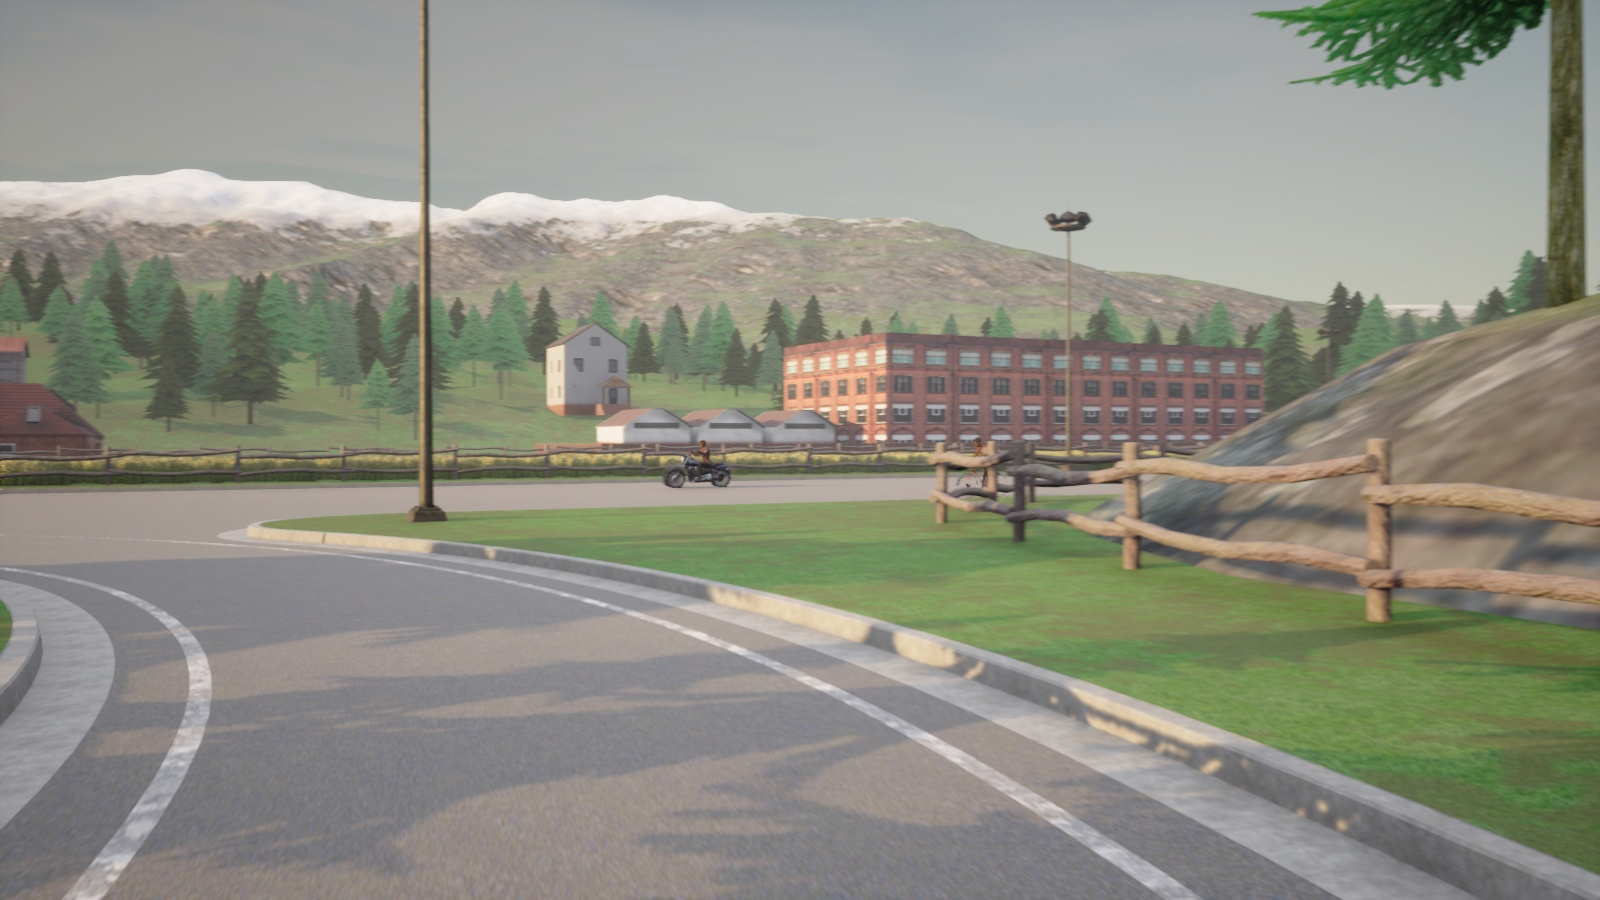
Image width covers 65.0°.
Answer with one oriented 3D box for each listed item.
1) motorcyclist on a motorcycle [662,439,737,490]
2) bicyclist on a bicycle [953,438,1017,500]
[{"bbox_3d":[-3.317,0.466,41.402,2.350,1.649,0.766,0,0,-27],"label":"motorcyclist on a motorcycle"},{"bbox_3d":[4.979,0.503,33.809,1.656,1.620,0.582,-1,0,-27],"label":"bicyclist on a bicycle"}]
